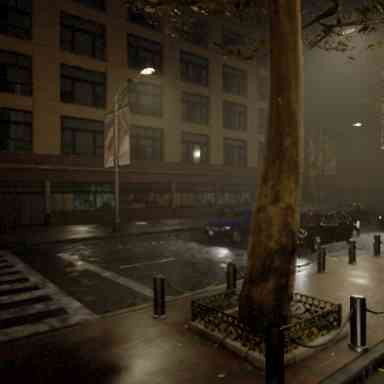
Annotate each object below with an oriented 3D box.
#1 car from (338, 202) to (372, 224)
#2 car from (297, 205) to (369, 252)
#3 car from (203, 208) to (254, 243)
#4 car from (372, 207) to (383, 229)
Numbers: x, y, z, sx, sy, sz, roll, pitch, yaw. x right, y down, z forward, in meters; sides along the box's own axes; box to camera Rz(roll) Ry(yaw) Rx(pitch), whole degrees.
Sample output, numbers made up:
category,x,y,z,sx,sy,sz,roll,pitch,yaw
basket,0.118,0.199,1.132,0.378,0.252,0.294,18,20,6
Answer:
category,x,y,z,sx,sy,sz,roll,pitch,yaw
car,10.784,1.470,22.795,4.902,1.511,2.128,0,0,-38
car,5.259,1.506,13.974,4.892,1.490,1.837,0,0,-38
car,2.709,1.559,16.426,4.674,1.442,1.812,0,0,-37
car,13.134,1.549,20.191,4.718,1.301,1.895,0,0,-38
